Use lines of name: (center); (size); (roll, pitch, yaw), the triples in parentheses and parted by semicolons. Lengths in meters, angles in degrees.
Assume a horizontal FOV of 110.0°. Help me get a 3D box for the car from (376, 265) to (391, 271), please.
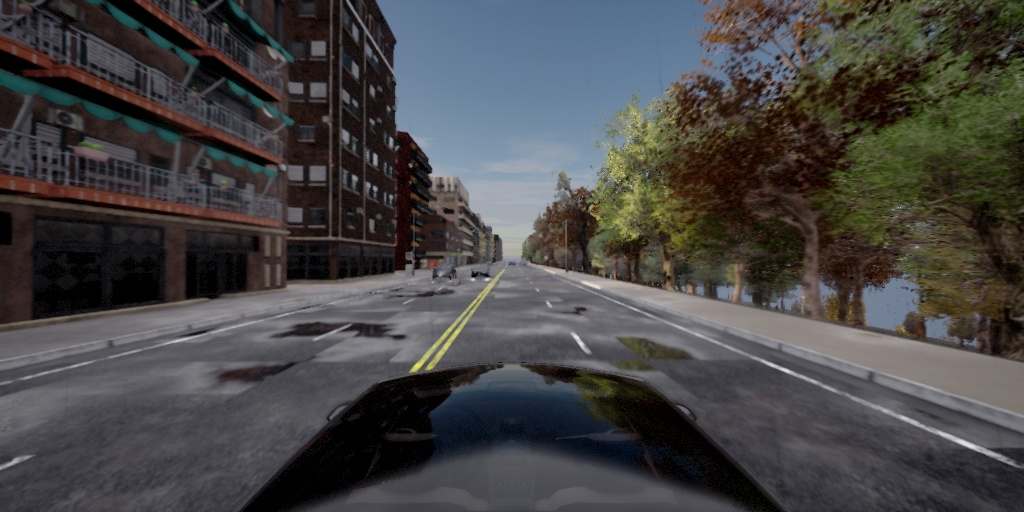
car: (-22.823, 2.145, 60.792); (4.507, 1.381, 1.888); (0, 0, 0)

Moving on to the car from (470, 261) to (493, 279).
car: (-3.304, 1.610, 38.633); (1.837, 1.490, 4.892); (0, -1, 0)

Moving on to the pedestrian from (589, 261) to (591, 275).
pedestrian: (10.023, 1.506, 46.228); (0.375, 1.860, 0.375); (0, -1, 0)

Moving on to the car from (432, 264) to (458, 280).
car: (-6.571, 1.564, 35.382); (2.128, 1.511, 4.902); (0, -1, 0)

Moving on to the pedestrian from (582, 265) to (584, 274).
pedestrian: (9.023, 1.691, 45.627); (0.500, 1.100, 0.500); (0, -1, 0)
